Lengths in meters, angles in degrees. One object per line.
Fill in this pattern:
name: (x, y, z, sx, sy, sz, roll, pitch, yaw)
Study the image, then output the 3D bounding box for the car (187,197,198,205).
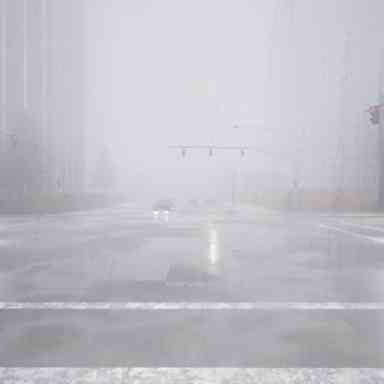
car: (0.133, 1.601, 60.456, 1.895, 1.301, 4.718, 0, 0, 0)

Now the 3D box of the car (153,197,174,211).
car: (-3.577, 1.564, 40.754, 1.994, 1.385, 4.181, 0, 0, 0)

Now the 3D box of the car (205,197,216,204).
car: (3.535, 1.601, 64.979, 1.895, 1.301, 4.718, 0, 0, 0)
